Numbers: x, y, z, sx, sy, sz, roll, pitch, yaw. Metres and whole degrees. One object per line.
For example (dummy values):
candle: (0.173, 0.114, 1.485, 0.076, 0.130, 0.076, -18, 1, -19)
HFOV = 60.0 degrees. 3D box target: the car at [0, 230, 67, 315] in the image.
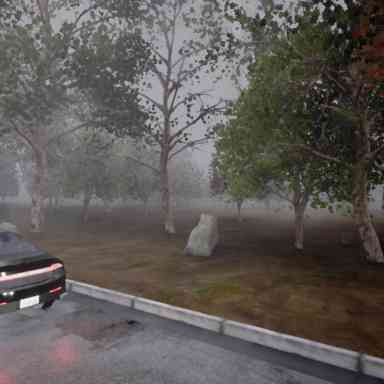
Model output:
car: (-4.503, 1.501, 6.593, 4.902, 1.511, 2.128, 0, 0, 36)
